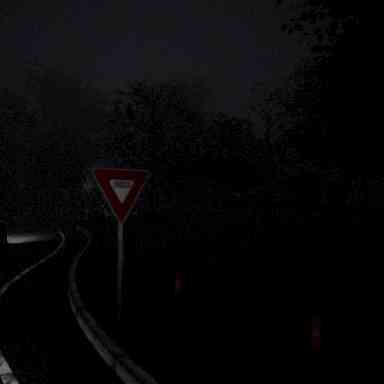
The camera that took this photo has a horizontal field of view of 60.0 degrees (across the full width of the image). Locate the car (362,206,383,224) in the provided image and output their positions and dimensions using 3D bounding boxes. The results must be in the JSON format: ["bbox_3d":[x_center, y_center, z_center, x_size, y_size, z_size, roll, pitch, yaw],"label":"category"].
[{"bbox_3d":[13.454,1.497,20.979,1.895,1.301,4.718,1,0,-26],"label":"car"}]

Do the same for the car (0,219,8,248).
[{"bbox_3d":[-7.173,1.303,10.465,1.837,1.490,4.892,0,1,-19],"label":"car"}]
